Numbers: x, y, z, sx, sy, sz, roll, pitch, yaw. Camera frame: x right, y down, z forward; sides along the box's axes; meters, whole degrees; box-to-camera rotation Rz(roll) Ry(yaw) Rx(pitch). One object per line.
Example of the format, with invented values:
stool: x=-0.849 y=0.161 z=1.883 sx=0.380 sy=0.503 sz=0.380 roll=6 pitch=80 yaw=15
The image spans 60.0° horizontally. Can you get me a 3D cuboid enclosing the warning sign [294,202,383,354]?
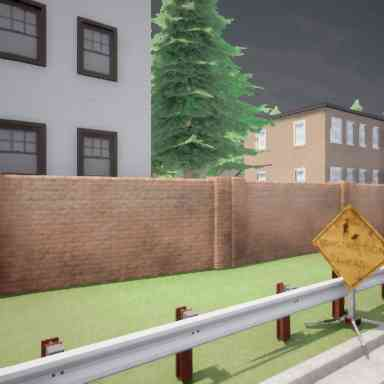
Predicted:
warning sign: x=2.418 y=1.115 z=5.041 sx=1.060 sy=1.860 sz=1.300 roll=0 pitch=0 yaw=-35
